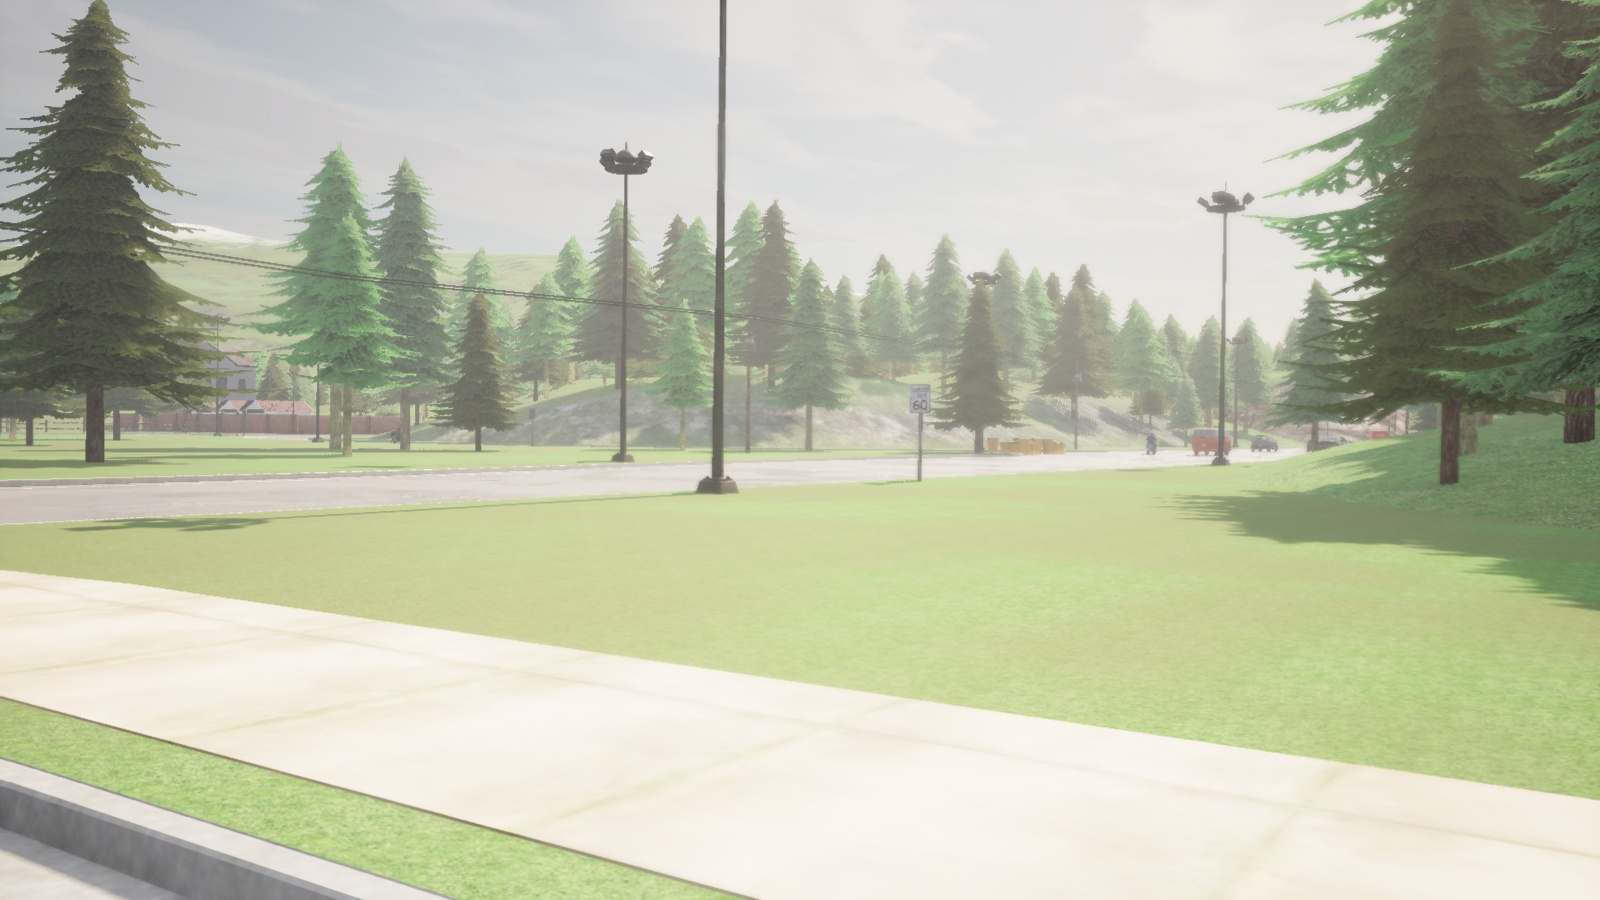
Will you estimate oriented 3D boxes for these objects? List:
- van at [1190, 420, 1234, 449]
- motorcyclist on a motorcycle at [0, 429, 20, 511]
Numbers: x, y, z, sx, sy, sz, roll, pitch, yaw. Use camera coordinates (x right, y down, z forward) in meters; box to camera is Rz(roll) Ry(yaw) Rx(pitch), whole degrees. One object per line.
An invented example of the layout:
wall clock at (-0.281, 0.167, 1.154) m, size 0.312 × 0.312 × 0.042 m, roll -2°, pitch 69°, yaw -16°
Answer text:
van at (29.708, -1.130, 90.470) m, size 1.775 × 1.987 × 4.442 m, roll 0°, pitch 1°, yaw 34°
motorcyclist on a motorcycle at (-16.185, 0.382, 24.147) m, size 0.866 × 1.590 × 1.817 m, roll 0°, pitch 0°, yaw 35°
